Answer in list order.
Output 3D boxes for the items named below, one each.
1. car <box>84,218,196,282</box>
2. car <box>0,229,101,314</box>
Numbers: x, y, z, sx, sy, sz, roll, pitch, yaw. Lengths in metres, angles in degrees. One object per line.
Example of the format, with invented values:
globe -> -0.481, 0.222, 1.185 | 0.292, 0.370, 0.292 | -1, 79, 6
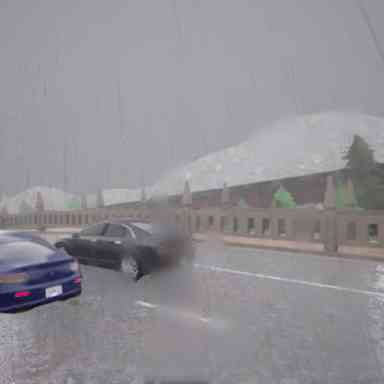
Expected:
car -> -2.171, 1.534, 9.854 | 4.892, 1.490, 1.837 | 0, 0, 36
car -> -4.229, 1.549, 7.023 | 4.674, 1.442, 1.812 | -1, 0, 36
